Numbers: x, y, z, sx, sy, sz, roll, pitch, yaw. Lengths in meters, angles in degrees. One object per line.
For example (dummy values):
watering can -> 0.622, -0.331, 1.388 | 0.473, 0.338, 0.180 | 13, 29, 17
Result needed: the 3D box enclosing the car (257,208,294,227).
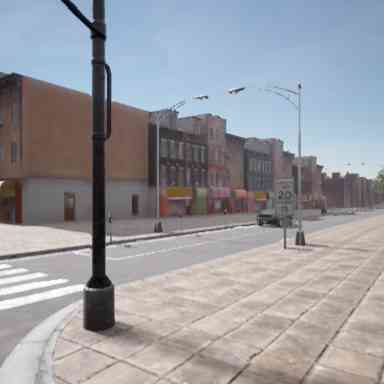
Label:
car -> 7.120, 2.155, 28.089 | 1.837, 1.490, 4.892 | 0, -1, 36
